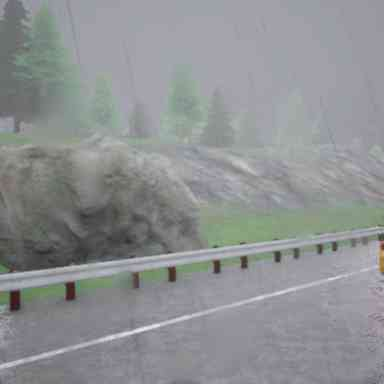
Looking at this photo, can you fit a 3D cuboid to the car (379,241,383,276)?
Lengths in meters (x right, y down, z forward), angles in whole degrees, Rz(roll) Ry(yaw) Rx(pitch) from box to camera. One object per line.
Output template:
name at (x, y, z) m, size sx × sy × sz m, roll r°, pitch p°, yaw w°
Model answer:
car at (6.781, 1.478, 8.606) m, size 5.008 × 1.535 × 1.882 m, roll 0°, pitch 0°, yaw -36°
